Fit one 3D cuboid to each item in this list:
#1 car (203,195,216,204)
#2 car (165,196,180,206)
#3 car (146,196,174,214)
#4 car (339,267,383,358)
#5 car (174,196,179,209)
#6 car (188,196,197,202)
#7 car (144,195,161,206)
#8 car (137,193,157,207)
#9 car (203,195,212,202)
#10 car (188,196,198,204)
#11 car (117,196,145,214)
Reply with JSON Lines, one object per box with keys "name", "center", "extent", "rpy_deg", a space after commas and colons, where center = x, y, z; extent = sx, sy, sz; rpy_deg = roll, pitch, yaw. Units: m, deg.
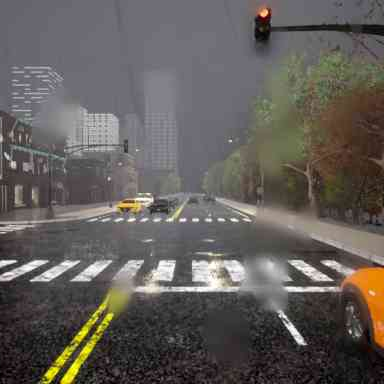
{"name": "car", "center": [3.498, 1.467, 63.710], "extent": [2.128, 1.511, 4.902], "rpy_deg": [0, 0, 0]}
{"name": "car", "center": [-3.203, 1.471, 54.964], "extent": [2.128, 1.511, 4.902], "rpy_deg": [0, 0, 0]}
{"name": "car", "center": [-3.263, 1.466, 34.925], "extent": [1.882, 1.535, 5.008], "rpy_deg": [0, 0, 0]}
{"name": "car", "center": [3.360, 1.351, 3.419], "extent": [2.097, 1.767, 4.553], "rpy_deg": [0, 0, 0]}
{"name": "car", "center": [-3.233, 1.548, 44.935], "extent": [1.994, 1.385, 4.181], "rpy_deg": [0, 0, 0]}
{"name": "car", "center": [0.181, 1.565, 74.953], "extent": [1.895, 1.301, 4.718], "rpy_deg": [0, 0, 0]}
{"name": "car", "center": [-6.454, 1.332, 54.812], "extent": [2.097, 1.767, 4.553], "rpy_deg": [0, 0, 0]}
{"name": "car", "center": [-6.483, 1.206, 44.851], "extent": [2.150, 2.045, 5.566], "rpy_deg": [0, 0, 0]}
{"name": "car", "center": [3.431, 1.447, 74.900], "extent": [1.882, 1.535, 5.008], "rpy_deg": [0, 0, 0]}
{"name": "car", "center": [0.248, 1.523, 63.858], "extent": [2.033, 1.411, 5.357], "rpy_deg": [0, 0, 1]}
{"name": "car", "center": [-6.510, 1.466, 34.913], "extent": [1.882, 1.535, 5.008], "rpy_deg": [0, 0, 0]}
